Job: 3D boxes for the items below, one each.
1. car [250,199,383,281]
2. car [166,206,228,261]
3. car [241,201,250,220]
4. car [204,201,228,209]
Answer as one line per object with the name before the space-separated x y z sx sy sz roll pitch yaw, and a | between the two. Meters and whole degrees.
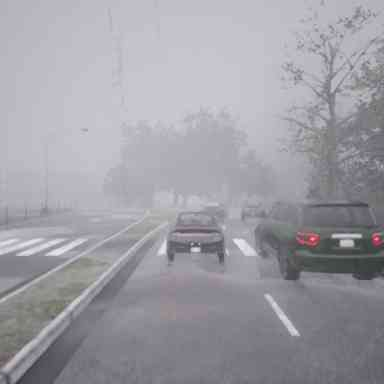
car | 3.378 1.202 9.903 2.150 2.045 5.566 0 0 0
car | 0.164 1.469 12.124 2.128 1.511 4.902 0 0 1
car | 4.979 1.437 26.806 2.128 1.511 4.902 0 0 12
car | 1.946 1.493 28.054 1.812 1.442 4.674 0 0 12
